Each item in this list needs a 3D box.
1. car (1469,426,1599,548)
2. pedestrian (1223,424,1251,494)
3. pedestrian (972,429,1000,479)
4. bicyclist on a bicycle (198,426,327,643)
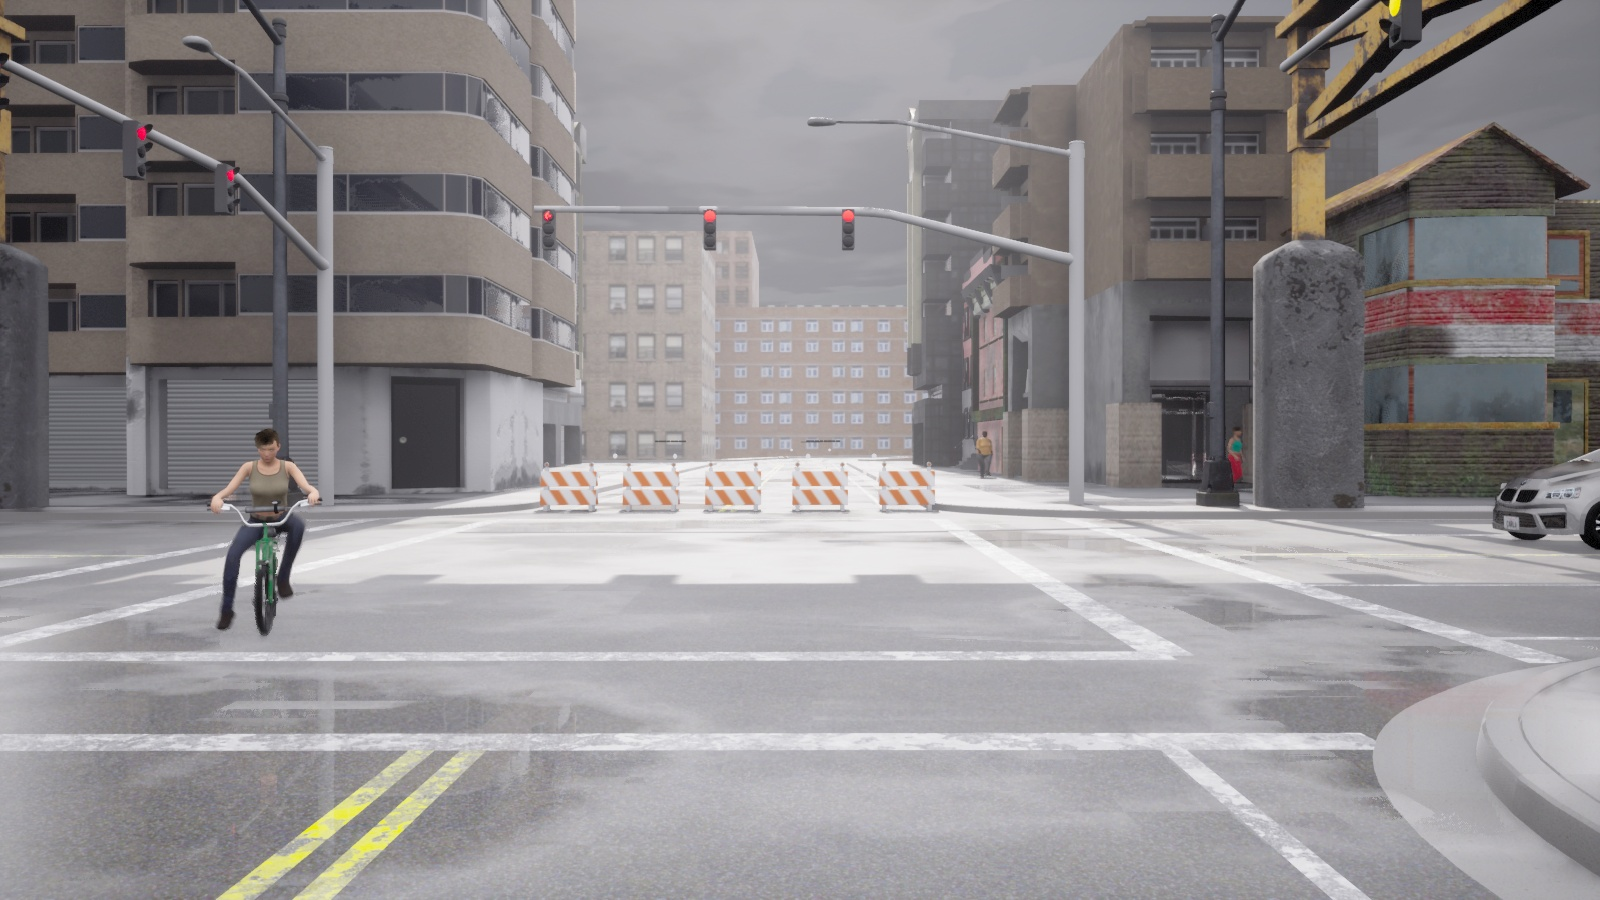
[{"bbox_3d":[12.614,0.498,18.226,4.611,1.667,2.242,0,0,0],"label":"car"},{"bbox_3d":[11.609,0.233,33.368,0.345,1.836,0.594,0,0,-39],"label":"pedestrian"},{"bbox_3d":[7.009,0.149,47.469,0.874,1.855,0.900,0,0,-4],"label":"pedestrian"},{"bbox_3d":[-4.326,0.622,10.202,0.866,1.612,1.509,0,0,-20],"label":"bicyclist on a bicycle"}]
